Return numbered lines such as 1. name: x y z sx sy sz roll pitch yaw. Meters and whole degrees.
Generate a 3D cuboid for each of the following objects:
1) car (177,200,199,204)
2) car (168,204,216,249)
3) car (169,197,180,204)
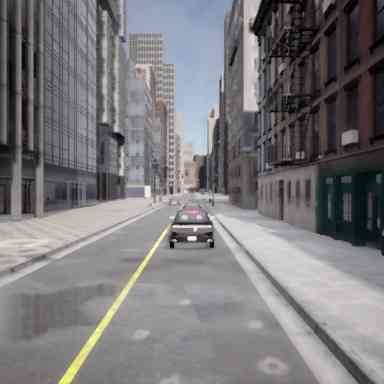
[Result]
1. car: 0.001 1.581 29.651 1.994 1.385 4.181 0 0 0
2. car: 0.001 1.497 14.650 2.128 1.511 4.902 0 0 0
3. car: -3.000 1.598 57.651 1.812 1.442 4.674 0 0 0
